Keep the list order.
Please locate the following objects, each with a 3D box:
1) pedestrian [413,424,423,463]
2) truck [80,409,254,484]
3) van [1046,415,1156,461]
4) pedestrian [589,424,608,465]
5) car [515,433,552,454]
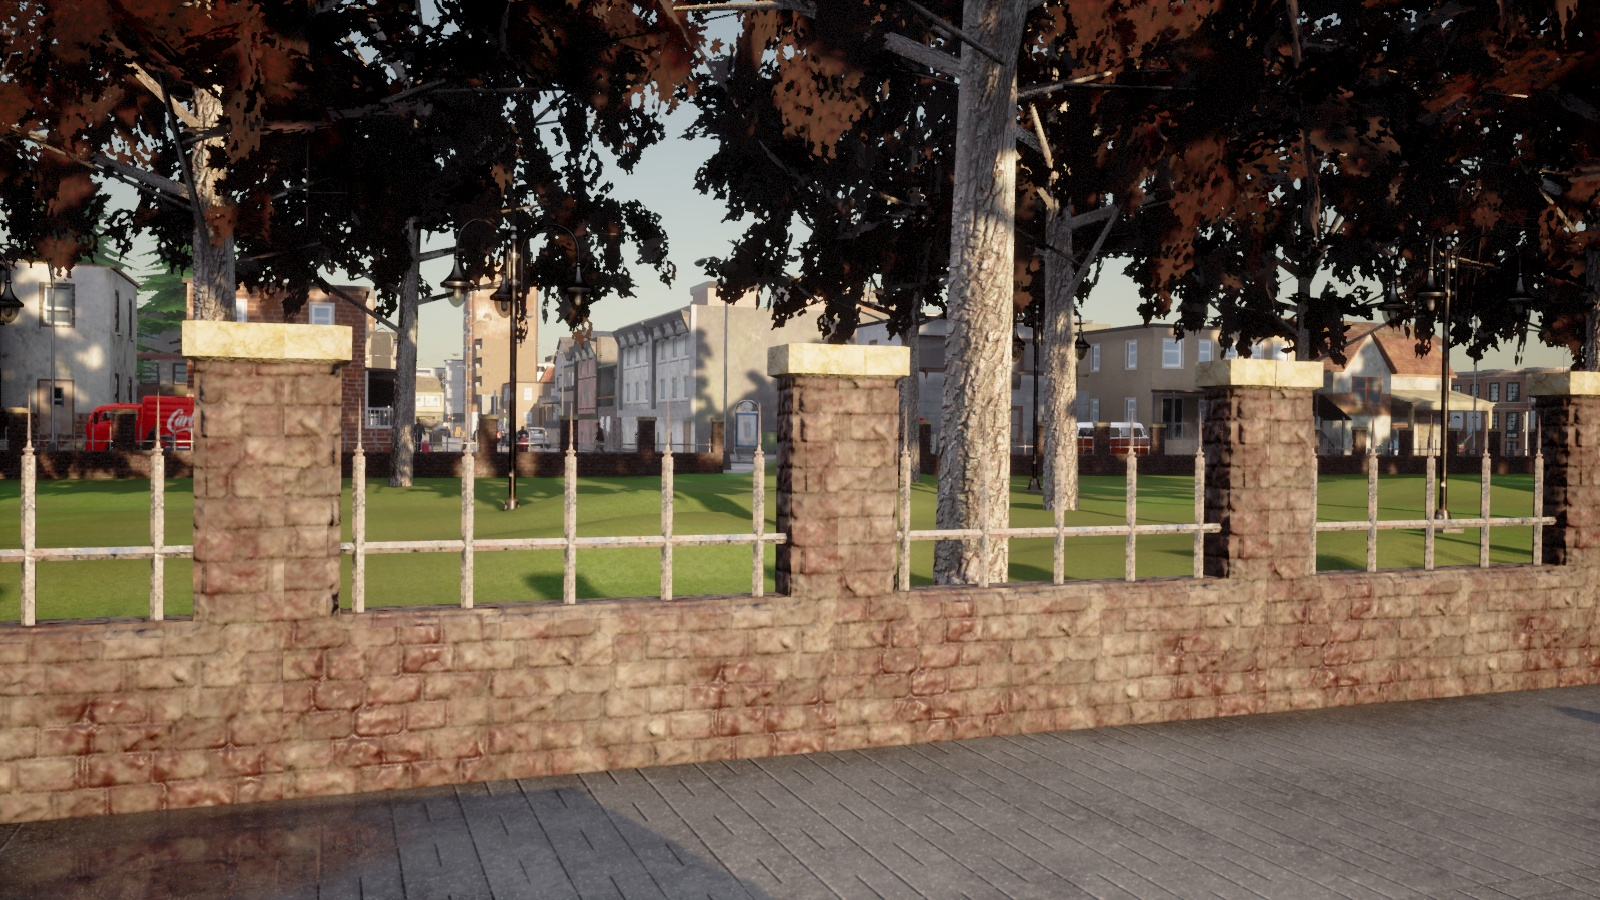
[{"bbox_3d":[-19.499,-0.326,64.172,0.423,1.949,0.788,-1,1,-19],"label":"pedestrian"},{"bbox_3d":[-21.979,-0.164,43.884,5.204,2.467,2.627,-1,1,-22],"label":"truck"},{"bbox_3d":[13.751,-0.562,57.438,4.480,2.038,2.069,-1,1,-21],"label":"van"},{"bbox_3d":[-9.305,-0.257,58.071,0.703,1.840,0.431,-1,1,-42],"label":"pedestrian"},{"bbox_3d":[-18.827,-0.477,88.737,1.970,1.475,3.806,-1,1,-21],"label":"car"}]
